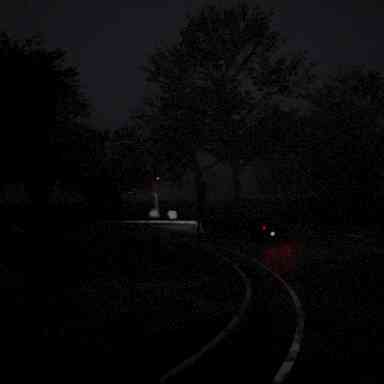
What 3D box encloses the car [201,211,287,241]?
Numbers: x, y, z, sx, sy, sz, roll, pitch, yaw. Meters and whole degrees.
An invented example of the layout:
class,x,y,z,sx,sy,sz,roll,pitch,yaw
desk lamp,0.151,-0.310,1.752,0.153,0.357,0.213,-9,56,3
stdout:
class,x,y,z,sx,sy,sz,roll,pitch,yaw
car,2.498,1.659,17.452,1.895,1.301,4.718,-2,2,-35
